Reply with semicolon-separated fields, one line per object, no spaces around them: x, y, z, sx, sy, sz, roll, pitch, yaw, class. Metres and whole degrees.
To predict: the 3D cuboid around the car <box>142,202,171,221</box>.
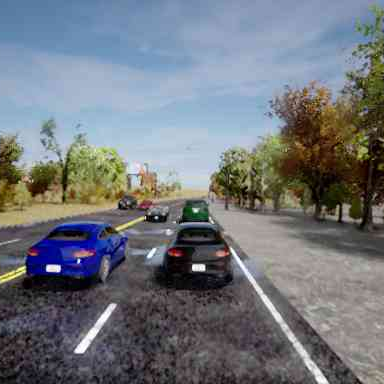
-2.934;1.889;29.976;1.895;1.301;4.718;2;-1;1;car

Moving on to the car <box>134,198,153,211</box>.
-6.169;1.838;45.438;1.882;1.535;5.008;2;-1;1;car

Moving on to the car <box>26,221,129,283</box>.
-3.086;1.573;9.753;1.812;1.442;4.674;2;-1;0;car

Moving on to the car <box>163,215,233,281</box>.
0.174;1.658;10.198;1.812;1.442;4.674;0;-1;0;car

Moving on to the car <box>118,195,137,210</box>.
-9.333;1.526;49.015;2.150;2.045;5.566;2;-1;1;car

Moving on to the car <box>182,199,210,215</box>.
0.306;1.575;28.301;2.150;2.045;5.566;1;0;0;car
